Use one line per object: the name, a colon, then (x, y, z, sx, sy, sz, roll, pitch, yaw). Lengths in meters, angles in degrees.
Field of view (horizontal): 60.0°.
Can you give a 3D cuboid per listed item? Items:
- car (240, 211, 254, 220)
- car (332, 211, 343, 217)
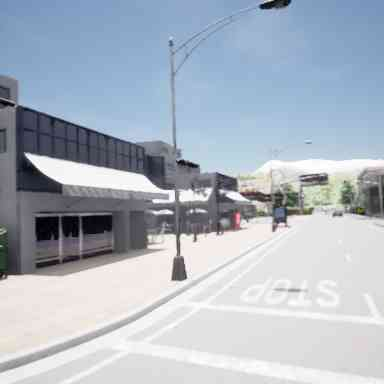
car: (13.164, 5.716, 77.024, 2.007, 1.523, 4.514, -4, -4, 21)
car: (31.330, 4.681, 71.585, 1.994, 1.385, 4.181, -4, -4, 21)
